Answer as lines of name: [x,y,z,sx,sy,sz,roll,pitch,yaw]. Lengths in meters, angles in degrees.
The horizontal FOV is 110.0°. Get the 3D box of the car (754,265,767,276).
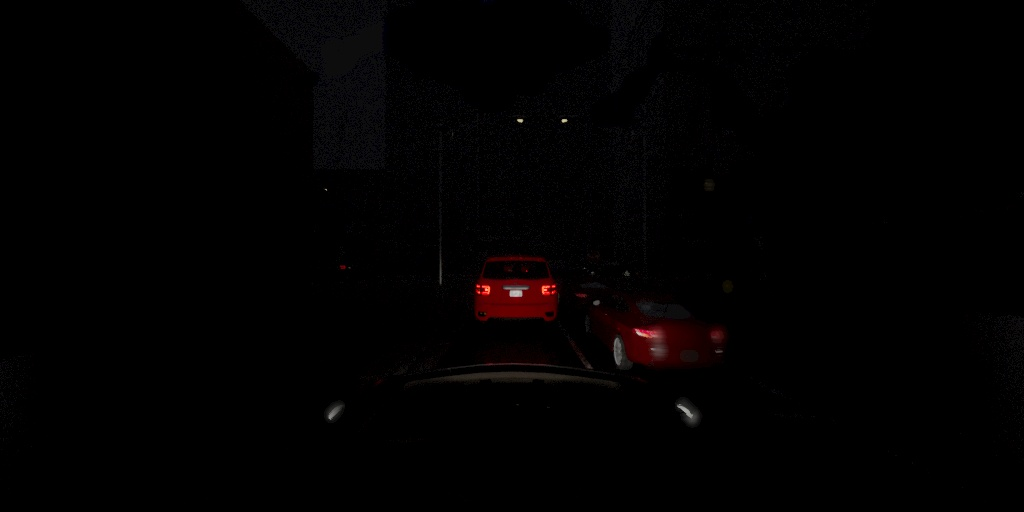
car: [24.002,1.137,31.838,4.181,1.385,1.994,-1,-1,0]

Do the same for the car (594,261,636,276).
car: [8.441,1.183,31.933,5.008,1.535,1.882,-1,-1,0]

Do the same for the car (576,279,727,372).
car: [2.647,1.334,7.399,1.802,1.307,4.207,0,0,0]

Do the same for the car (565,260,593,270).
car: [3.935,1.071,28.988,4.553,1.767,2.097,-1,0,0]

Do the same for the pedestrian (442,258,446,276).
pedestrian: [-6.762,1.050,34.938,0.375,1.860,0.375,0,-1,0]

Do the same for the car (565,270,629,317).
car: [2.658,1.336,12.838,1.802,1.307,4.207,0,0,0]

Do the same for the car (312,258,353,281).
car: [-17.220,1.197,32.090,5.566,2.045,2.150,-1,-1,0]

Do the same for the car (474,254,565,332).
car: [0.116,0.975,11.079,2.150,2.045,5.566,0,0,1]
